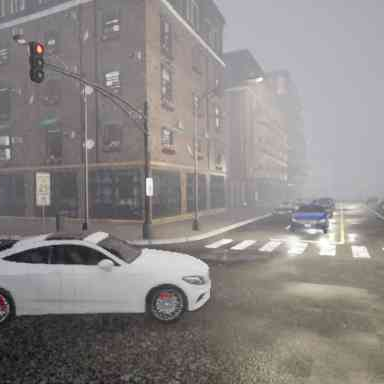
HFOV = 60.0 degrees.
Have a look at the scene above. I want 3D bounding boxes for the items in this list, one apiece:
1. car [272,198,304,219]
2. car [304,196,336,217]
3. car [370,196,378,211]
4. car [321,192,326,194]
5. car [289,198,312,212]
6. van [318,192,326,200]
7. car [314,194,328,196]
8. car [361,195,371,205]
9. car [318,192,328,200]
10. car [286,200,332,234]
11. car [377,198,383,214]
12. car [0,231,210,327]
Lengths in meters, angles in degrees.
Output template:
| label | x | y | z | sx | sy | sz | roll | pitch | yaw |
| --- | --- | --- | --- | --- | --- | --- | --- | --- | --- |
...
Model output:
| label | x | y | z | sx | sy | sz | roll | pitch | yaw |
| --- | --- | --- | --- | --- | --- | --- | --- | --- | --- |
| car | 7.728 | 1.441 | 27.376 | 2.008 | 1.369 | 4.403 | -1 | 0 | 24 |
| car | 10.633 | 1.357 | 27.449 | 2.128 | 1.511 | 4.902 | 0 | 0 | 24 |
| car | 20.037 | 1.331 | 34.362 | 2.008 | 1.369 | 4.403 | -1 | 0 | 24 |
| car | 24.020 | 1.185 | 63.771 | 1.967 | 1.590 | 4.097 | -1 | 0 | 24 |
| car | 12.384 | 1.396 | 37.775 | 2.008 | 1.369 | 4.403 | -1 | 0 | 24 |
| van | 31.003 | 1.035 | 79.370 | 1.690 | 1.788 | 3.998 | -1 | 0 | 24 |
| car | 14.756 | 1.303 | 36.706 | 1.882 | 1.535 | 5.008 | 0 | 0 | 24 |
| car | 27.021 | 1.269 | 49.960 | 2.008 | 1.369 | 4.403 | -1 | 0 | 24 |
| car | 33.329 | 0.993 | 84.568 | 2.192 | 1.841 | 5.009 | -1 | 0 | 24 |
| car | 6.788 | 1.429 | 18.914 | 1.812 | 1.442 | 4.674 | 0 | 0 | 24 |
| car | 17.710 | 1.385 | 29.162 | 1.802 | 1.307 | 4.206 | -1 | 0 | 24 |
| car | -2.000 | 1.509 | 6.378 | 4.674 | 1.442 | 1.812 | -1 | 1 | -2 |
